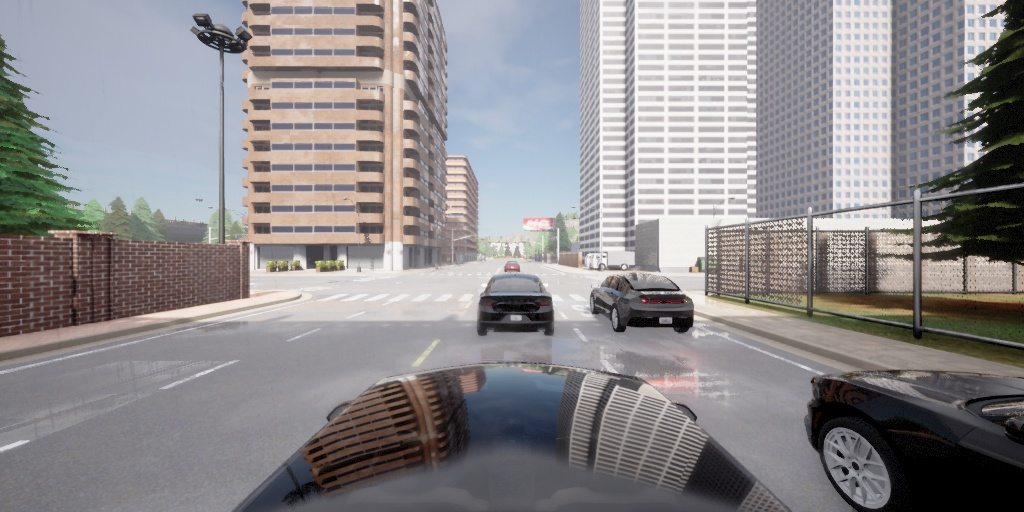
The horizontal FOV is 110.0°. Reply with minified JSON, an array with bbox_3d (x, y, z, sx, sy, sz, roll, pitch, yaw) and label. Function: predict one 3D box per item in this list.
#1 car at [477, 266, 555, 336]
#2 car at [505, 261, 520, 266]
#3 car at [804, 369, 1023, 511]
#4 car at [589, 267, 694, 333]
[{"bbox_3d":[0.087,1.228,10.452,1.882,1.535,5.008,0,0,0],"label":"car"},{"bbox_3d":[0.028,1.314,45.456,1.994,1.385,4.181,0,0,-1],"label":"car"},{"bbox_3d":[3.602,1.228,1.200,1.882,1.535,5.008,0,0,0],"label":"car"},{"bbox_3d":[3.622,1.255,10.775,1.837,1.490,4.892,0,0,1],"label":"car"}]
